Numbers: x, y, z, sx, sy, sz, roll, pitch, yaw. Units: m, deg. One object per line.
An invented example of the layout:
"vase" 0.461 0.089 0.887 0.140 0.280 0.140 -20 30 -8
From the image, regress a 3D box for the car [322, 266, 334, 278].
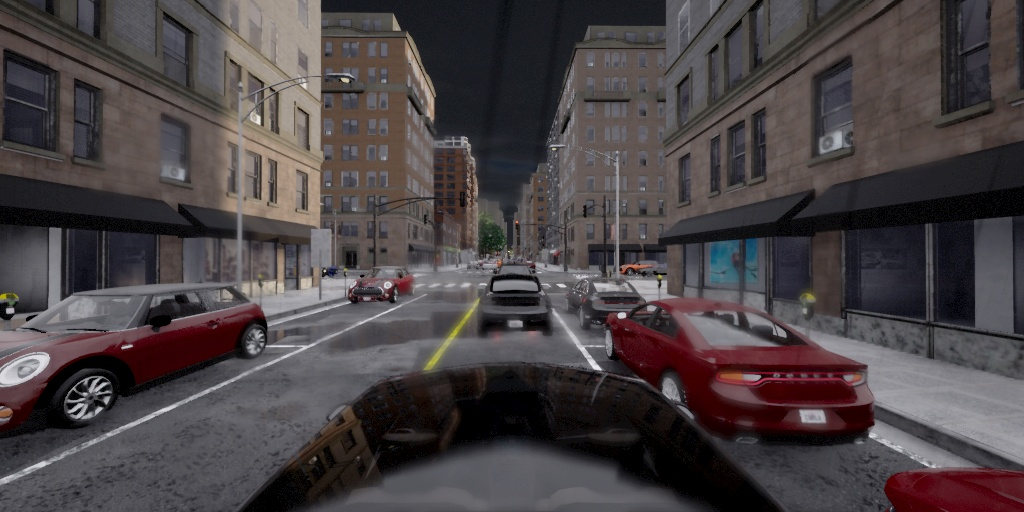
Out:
"car" -18.009 0.869 29.187 5.566 2.045 2.150 0 0 0

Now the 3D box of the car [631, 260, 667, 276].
"car" 15.203 1.395 36.019 5.357 1.411 2.033 0 0 0

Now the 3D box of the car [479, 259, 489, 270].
"car" -3.104 1.389 50.787 1.895 1.301 4.718 0 0 0

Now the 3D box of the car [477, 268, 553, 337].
"car" 0.060 1.258 10.334 1.837 1.490 4.892 0 0 -1

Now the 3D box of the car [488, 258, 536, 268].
"car" 0.127 1.108 17.748 2.097 1.767 4.553 0 0 0

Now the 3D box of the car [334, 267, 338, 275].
"car" -18.398 1.150 32.441 5.008 1.535 1.882 0 0 0

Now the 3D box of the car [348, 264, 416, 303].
"car" -5.829 1.195 16.413 1.967 1.591 4.097 0 0 0

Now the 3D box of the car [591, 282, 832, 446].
"car" 2.676 1.296 5.417 1.888 1.381 4.507 0 0 0

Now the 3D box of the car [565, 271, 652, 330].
"car" 2.687 1.303 10.908 2.007 1.370 4.403 0 0 0

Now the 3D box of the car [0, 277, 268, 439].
"car" -5.850 1.190 5.426 1.967 1.591 4.097 0 0 0

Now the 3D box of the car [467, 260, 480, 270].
"car" -5.888 1.345 54.774 2.007 1.370 4.403 0 0 0

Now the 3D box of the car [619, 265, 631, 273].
"car" 14.039 1.221 39.280 4.553 1.767 2.097 0 0 0

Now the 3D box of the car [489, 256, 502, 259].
"car" -3.148 1.159 60.759 2.097 1.767 4.553 0 0 0
